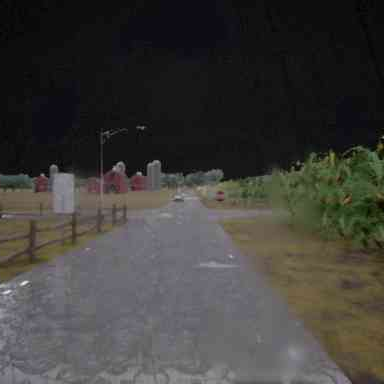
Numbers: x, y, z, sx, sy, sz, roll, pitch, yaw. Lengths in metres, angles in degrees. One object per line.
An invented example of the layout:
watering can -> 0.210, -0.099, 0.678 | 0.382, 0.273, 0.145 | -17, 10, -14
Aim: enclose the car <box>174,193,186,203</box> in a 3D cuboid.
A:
car -> -2.736, 1.366, 67.939 | 1.882, 1.535, 5.008 | 0, 0, 0
